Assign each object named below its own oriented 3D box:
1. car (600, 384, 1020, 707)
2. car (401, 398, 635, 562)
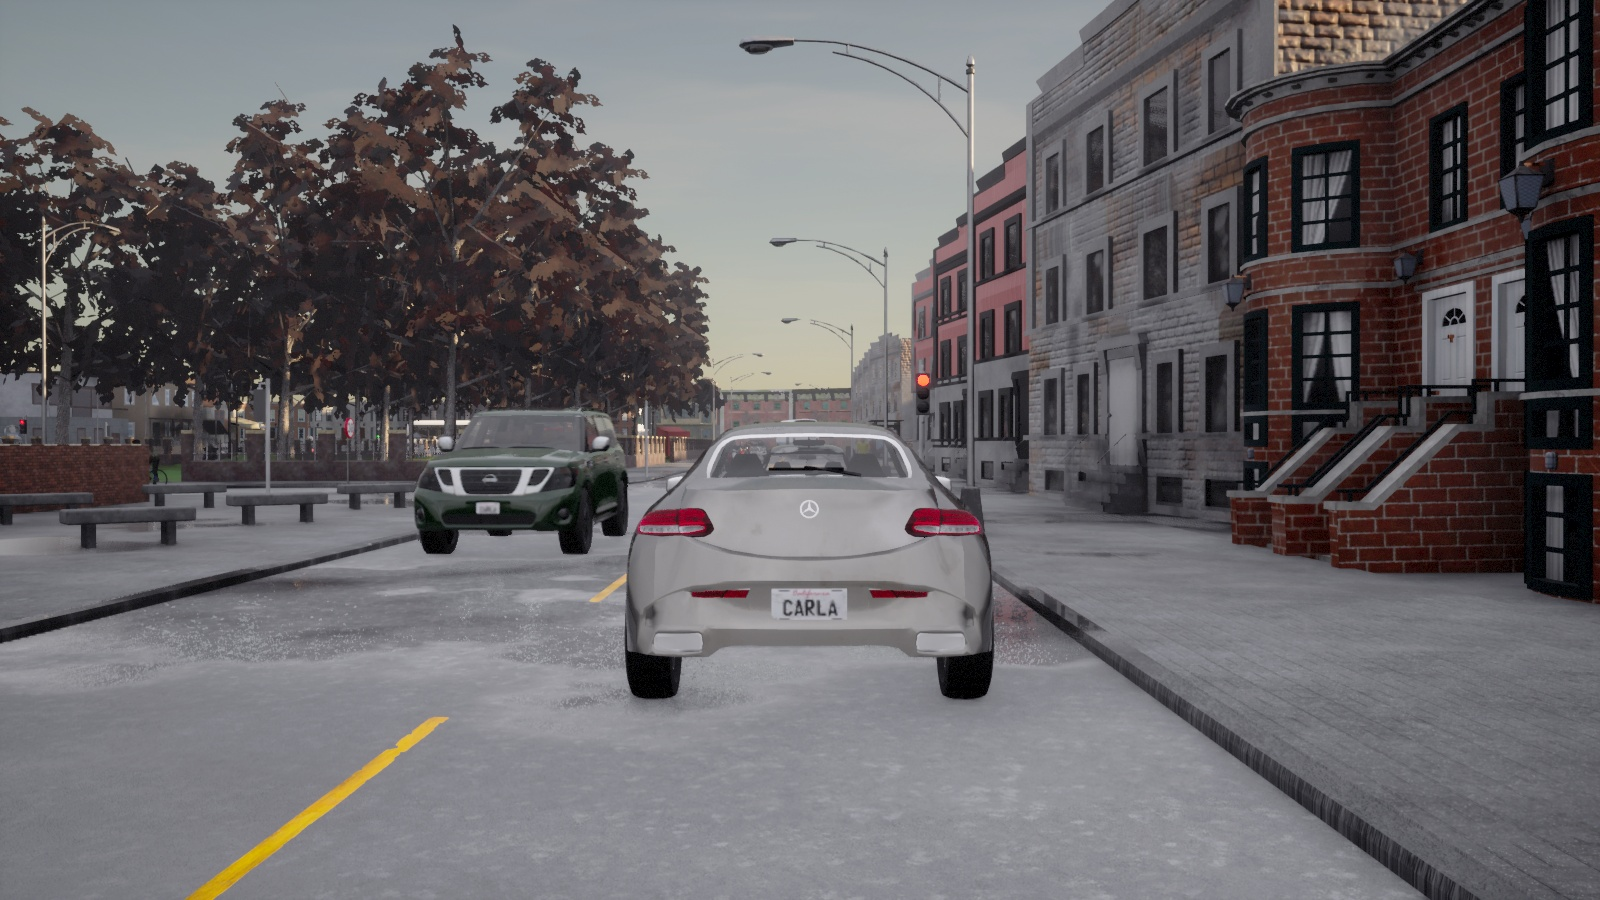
[{"bbox_3d":[0.064,0.475,8.950,2.152,1.651,5.027,0,0,0],"label":"car"},{"bbox_3d":[-3.896,0.358,18.497,2.150,2.045,5.566,0,0,1],"label":"car"}]
